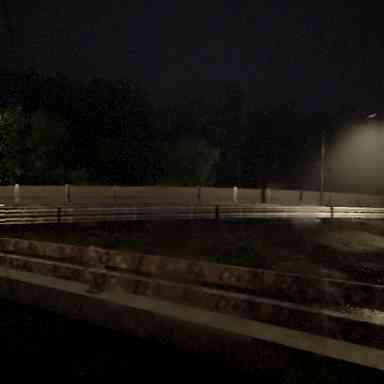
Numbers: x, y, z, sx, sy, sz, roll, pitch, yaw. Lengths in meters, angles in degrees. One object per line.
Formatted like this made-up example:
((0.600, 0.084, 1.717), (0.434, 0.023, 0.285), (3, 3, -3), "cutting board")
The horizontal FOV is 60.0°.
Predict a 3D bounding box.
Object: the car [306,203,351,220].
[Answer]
((13.963, 1.855, 34.005), (4.553, 1.767, 2.097), (2, -1, -19), "car")
